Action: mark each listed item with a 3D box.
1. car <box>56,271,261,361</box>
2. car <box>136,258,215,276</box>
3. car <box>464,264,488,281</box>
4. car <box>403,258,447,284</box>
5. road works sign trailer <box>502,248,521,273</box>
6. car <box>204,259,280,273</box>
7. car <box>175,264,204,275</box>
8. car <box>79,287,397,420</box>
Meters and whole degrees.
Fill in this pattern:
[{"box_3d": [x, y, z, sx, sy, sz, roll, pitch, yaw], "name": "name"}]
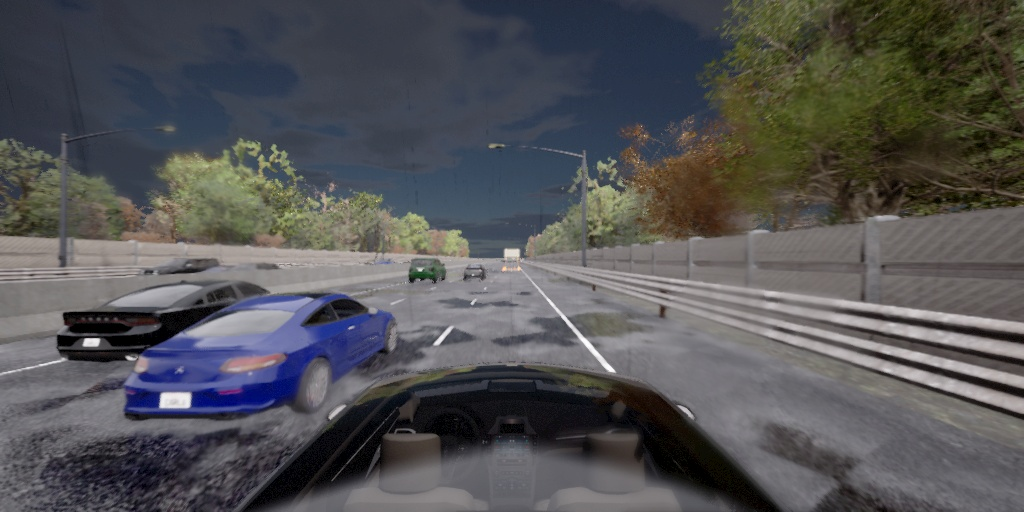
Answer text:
[{"box_3d": [-6.901, 1.275, 8.361, 1.882, 1.535, 5.008, 0, 0, 0], "name": "car"}, {"box_3d": [-24.587, 1.160, 26.918, 2.150, 2.045, 5.566, 0, -1, 0], "name": "car"}, {"box_3d": [-3.405, 1.483, 33.886, 2.128, 1.511, 4.902, 0, 0, 0], "name": "car"}, {"box_3d": [-6.906, 1.180, 29.680, 2.150, 2.045, 5.566, 0, 0, 0], "name": "car"}, {"box_3d": [-0.007, 0.606, 52.181, 2.380, 3.560, 2.880, 0, 0, 0], "name": "road works sign trailer"}, {"box_3d": [-17.592, 1.266, 24.146, 2.097, 1.767, 4.553, 0, 0, 0], "name": "car"}, {"box_3d": [-21.090, 1.480, 26.402, 2.033, 1.411, 5.357, 0, 0, 0], "name": "car"}, {"box_3d": [-3.400, 1.306, 5.926, 1.812, 1.442, 4.674, 0, 0, 0], "name": "car"}]
